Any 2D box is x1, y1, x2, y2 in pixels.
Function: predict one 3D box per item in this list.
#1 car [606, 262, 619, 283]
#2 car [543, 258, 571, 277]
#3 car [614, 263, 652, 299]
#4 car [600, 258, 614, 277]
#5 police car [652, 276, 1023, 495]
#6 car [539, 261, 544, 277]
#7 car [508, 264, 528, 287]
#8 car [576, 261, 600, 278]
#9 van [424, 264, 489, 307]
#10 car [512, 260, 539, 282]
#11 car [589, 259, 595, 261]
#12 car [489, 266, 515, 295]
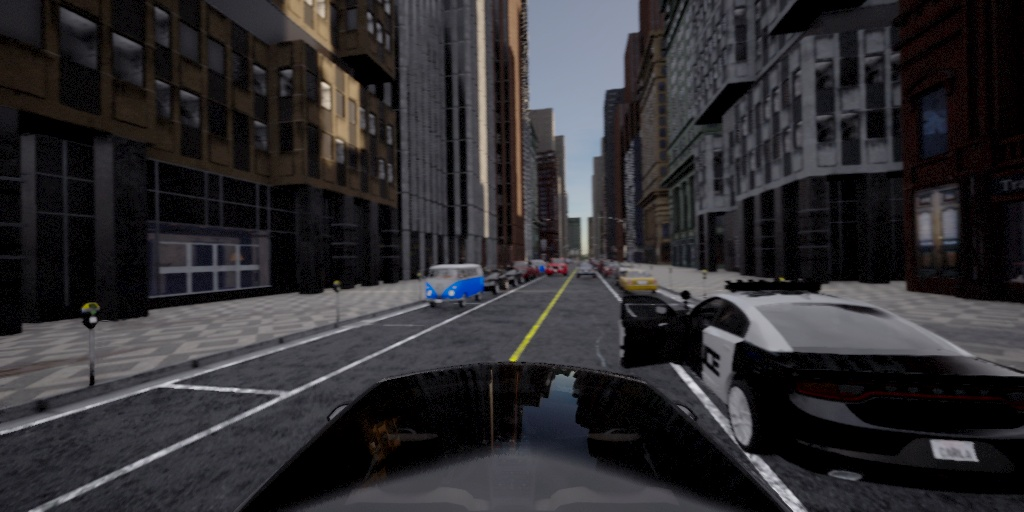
[{"bbox_3d":[8.101,1.364,25.612,2.007,1.370,4.403,0,0,11],"label":"car"},{"bbox_3d":[5.159,1.225,40.504,2.150,2.045,5.566,-1,-1,12],"label":"car"},{"bbox_3d":[7.022,1.310,20.253,1.751,1.417,4.829,0,0,11],"label":"car"},{"bbox_3d":[10.326,1.311,36.662,1.967,1.591,4.097,0,0,11],"label":"car"},{"bbox_3d":[3.530,1.139,4.992,1.930,1.638,5.238,-1,-1,11],"label":"police car"},{"bbox_3d":[1.968,1.587,38.334,1.888,1.381,4.507,0,0,11],"label":"car"},{"bbox_3d":[-0.257,1.550,27.283,1.948,1.339,4.313,0,0,11],"label":"car"},{"bbox_3d":[7.461,1.466,36.053,2.033,1.411,5.357,-1,-1,12],"label":"car"},{"bbox_3d":[-2.482,1.267,16.231,1.690,1.789,3.998,0,0,11],"label":"van"},{"bbox_3d":[0.855,1.327,32.808,2.192,1.841,5.009,0,0,11],"label":"car"},{"bbox_3d":[9.526,1.501,46.637,1.812,1.442,4.674,-1,0,12],"label":"car"},{"bbox_3d":[-1.370,1.521,21.757,1.948,1.339,4.313,0,0,11],"label":"car"}]
